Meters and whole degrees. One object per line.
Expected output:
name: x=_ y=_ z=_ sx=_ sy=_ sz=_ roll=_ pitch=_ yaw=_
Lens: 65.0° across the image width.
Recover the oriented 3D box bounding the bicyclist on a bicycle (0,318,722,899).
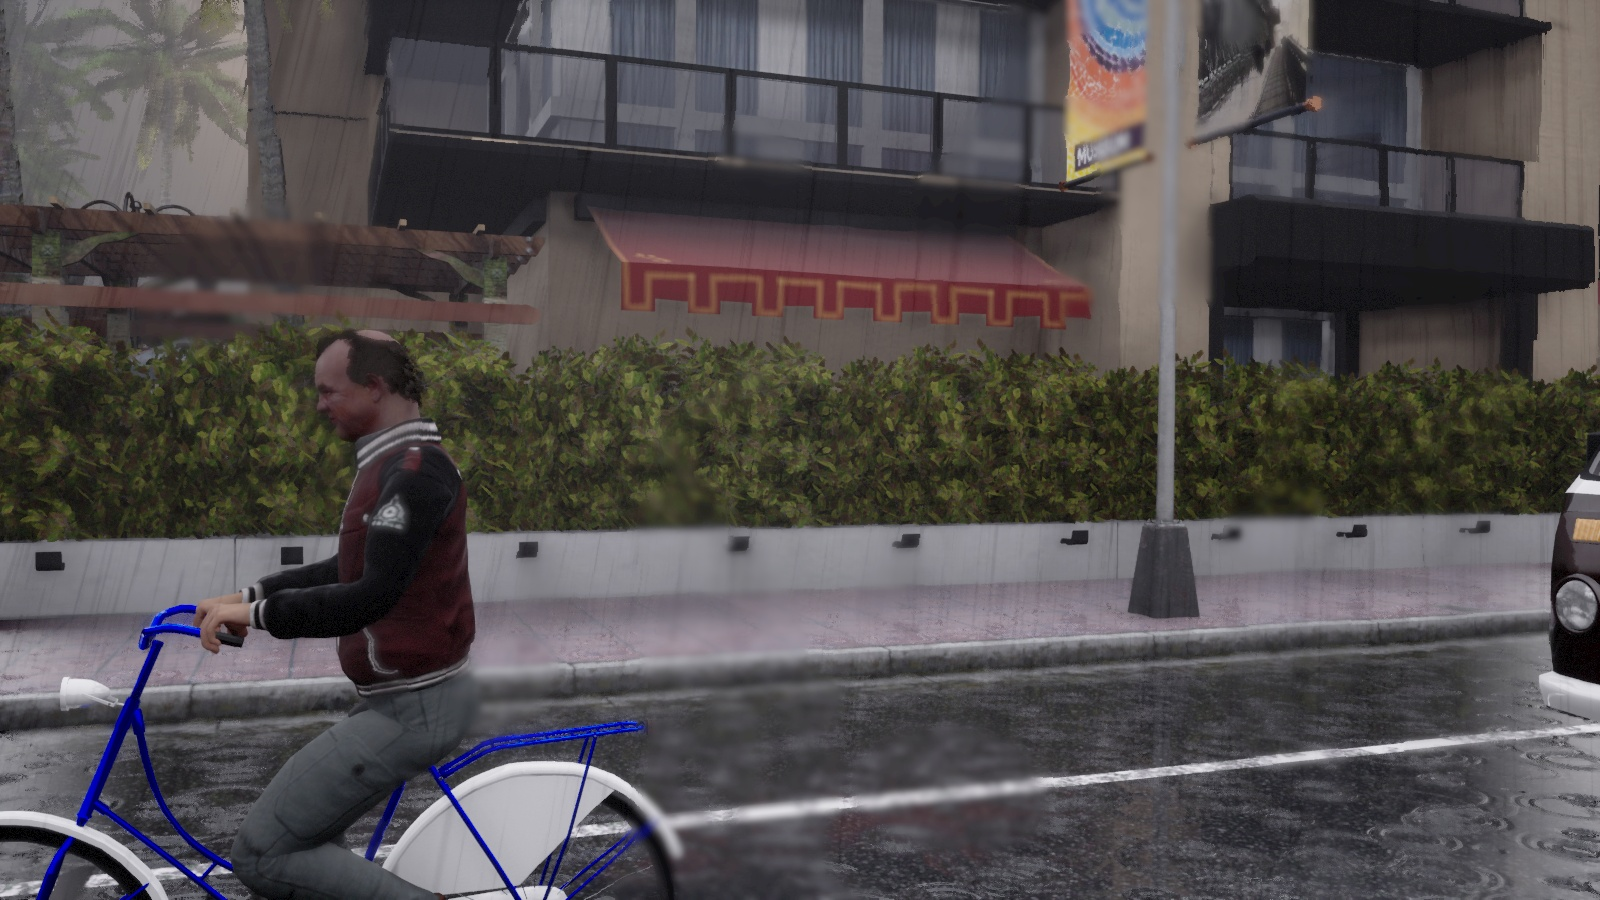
bicyclist on a bicycle: x=-1.157 y=0.636 z=2.793 sx=1.843 sy=1.776 sz=0.659 roll=-1 pitch=1 yaw=-21

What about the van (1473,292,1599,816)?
van: x=5.368 y=0.378 z=5.225 sx=4.480 sy=2.038 sz=2.069 roll=-1 pitch=1 yaw=-20
